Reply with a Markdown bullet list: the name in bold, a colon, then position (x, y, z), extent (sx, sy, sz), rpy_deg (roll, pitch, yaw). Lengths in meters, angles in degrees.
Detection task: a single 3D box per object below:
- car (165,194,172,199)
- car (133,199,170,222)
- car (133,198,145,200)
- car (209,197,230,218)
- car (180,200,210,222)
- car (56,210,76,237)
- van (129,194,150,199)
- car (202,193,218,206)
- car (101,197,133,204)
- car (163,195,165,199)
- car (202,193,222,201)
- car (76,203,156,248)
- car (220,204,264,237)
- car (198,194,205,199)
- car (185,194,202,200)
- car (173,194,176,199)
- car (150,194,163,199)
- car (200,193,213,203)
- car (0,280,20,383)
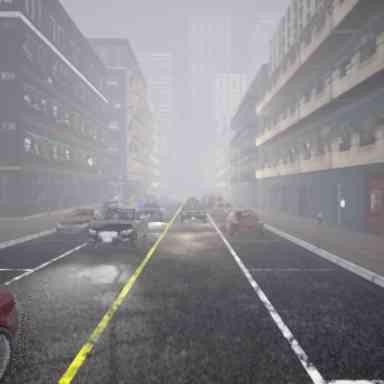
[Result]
- **car**: position (-5.701, 1.377, 67.974), extent (1.802, 1.307, 4.206), rpy_deg (-1, 0, 0)
- **car**: position (-3.069, 1.485, 25.538), extent (1.994, 1.385, 4.181), rpy_deg (0, 0, 0)
- **car**: position (-5.668, 1.463, 28.759), extent (2.008, 1.369, 4.403), rpy_deg (-1, 0, 0)
- **car**: position (2.679, 1.436, 28.901), extent (1.752, 1.417, 4.829), rpy_deg (-1, 0, 0)
- **car**: position (0.100, 1.524, 25.102), extent (1.895, 1.301, 4.718), rpy_deg (0, 0, 0)
- **car**: position (-5.667, 1.528, 17.556), extent (1.802, 1.307, 4.206), rpy_deg (-1, 0, 0)
- **van**: position (-5.671, 1.236, 34.361), extent (1.690, 1.788, 3.998), rpy_deg (-1, 0, 0)
- **car**: position (2.676, 1.159, 51.139), extent (2.192, 1.841, 5.009), rpy_deg (-1, 0, 0)
- **car**: position (-5.669, 1.369, 23.157), extent (1.967, 1.590, 4.097), rpy_deg (-1, 0, 0)
- **car**: position (-5.708, 1.395, 51.168), extent (2.008, 1.369, 4.403), rpy_deg (-1, 0, 0)
- **car**: position (2.676, 1.193, 39.934), extent (2.192, 1.841, 5.009), rpy_deg (-1, 0, 0)
- **car**: position (-3.058, 1.445, 14.545), extent (2.128, 1.511, 4.902), rpy_deg (0, 0, 0)
- **car**: position (2.680, 1.528, 17.527), extent (1.802, 1.307, 4.206), rpy_deg (-1, 0, 0)
- **car**: position (2.678, 1.253, 90.523), extent (1.752, 1.417, 4.829), rpy_deg (-1, 0, 0)
- **car**: position (0.097, 1.373, 43.939), extent (1.837, 1.490, 4.892), rpy_deg (0, 1, 0)
- **car**: position (-5.702, 1.296, 84.780), extent (2.008, 1.369, 4.403), rpy_deg (-1, 0, 0)
- **car**: position (-5.694, 1.176, 45.565), extent (2.192, 1.841, 5.009), rpy_deg (-1, 0, 0)
- **car**: position (2.676, 1.126, 62.343), extent (2.192, 1.841, 5.009), rpy_deg (-1, 0, 0)
- **car**: position (-3.091, 1.518, 2.459), extent (1.812, 1.442, 4.674), rpy_deg (0, 0, 0)
